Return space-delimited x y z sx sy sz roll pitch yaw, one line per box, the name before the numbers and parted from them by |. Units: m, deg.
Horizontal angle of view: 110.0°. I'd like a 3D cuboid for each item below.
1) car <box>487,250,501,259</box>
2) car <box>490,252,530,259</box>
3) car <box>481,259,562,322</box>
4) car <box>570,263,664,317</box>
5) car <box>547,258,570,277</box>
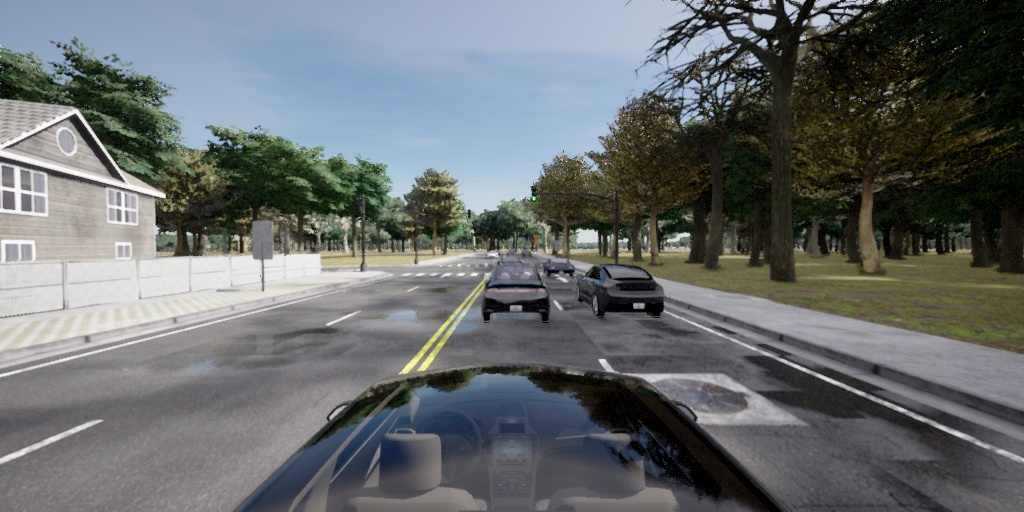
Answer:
car | -3.301 -0.149 61.931 1.812 1.442 4.674 0 1 1
car | -0.297 0.674 26.271 2.128 1.511 4.902 0 1 -6
car | 0.098 1.021 11.280 2.128 1.511 4.902 0 1 0
car | 3.348 1.019 11.877 1.837 1.490 4.892 0 1 0
car | 3.348 0.776 26.563 1.895 1.301 4.718 0 1 0
